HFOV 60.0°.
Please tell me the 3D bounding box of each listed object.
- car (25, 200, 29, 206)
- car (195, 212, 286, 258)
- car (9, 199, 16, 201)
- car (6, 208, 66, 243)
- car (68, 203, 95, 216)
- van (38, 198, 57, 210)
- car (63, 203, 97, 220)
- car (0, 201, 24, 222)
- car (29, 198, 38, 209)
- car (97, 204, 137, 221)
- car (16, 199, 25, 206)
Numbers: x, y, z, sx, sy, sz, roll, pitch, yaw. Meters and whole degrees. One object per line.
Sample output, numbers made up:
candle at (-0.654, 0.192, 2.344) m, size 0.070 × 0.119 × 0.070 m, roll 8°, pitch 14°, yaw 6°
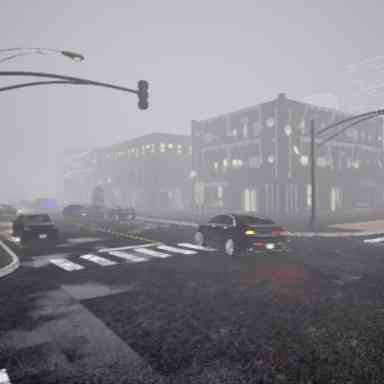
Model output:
car at (-28.920, 2.230, 61.284) m, size 1.887 × 1.381 × 4.507 m, roll -1°, pitch 0°, yaw -35°
car at (1.655, 1.529, 12.902) m, size 1.837 × 1.490 × 4.892 m, roll 2°, pitch -2°, yaw -20°
car at (-44.973, 2.412, 83.830) m, size 1.967 × 1.590 × 4.097 m, roll -1°, pitch 0°, yaw -35°
car at (-8.536, 1.817, 17.993) m, size 1.947 × 1.339 × 4.313 m, roll -2°, pitch 0°, yaw -35°
car at (-12.868, 1.968, 38.739) m, size 1.802 × 1.307 × 4.206 m, roll -2°, pitch 0°, yaw -35°
van at (-22.505, 1.909, 52.266) m, size 1.690 × 1.788 × 3.998 m, roll -1°, pitch 0°, yaw -35°
car at (-10.997, 1.860, 31.678) m, size 1.812 × 1.442 × 4.674 m, roll -1°, pitch 0°, yaw -35°
car at (-16.488, 1.849, 29.367) m, size 1.967 × 1.590 × 4.097 m, roll -1°, pitch 0°, yaw -35°
car at (-25.716, 1.942, 56.775) m, size 2.192 × 1.841 × 5.009 m, roll -1°, pitch 0°, yaw -35°
car at (-6.449, 1.811, 29.720) m, size 2.008 × 1.369 × 4.403 m, roll -2°, pitch 0°, yaw -35°
car at (-35.340, 2.367, 70.303) m, size 1.947 × 1.339 × 4.313 m, roll -1°, pitch 0°, yaw -35°
